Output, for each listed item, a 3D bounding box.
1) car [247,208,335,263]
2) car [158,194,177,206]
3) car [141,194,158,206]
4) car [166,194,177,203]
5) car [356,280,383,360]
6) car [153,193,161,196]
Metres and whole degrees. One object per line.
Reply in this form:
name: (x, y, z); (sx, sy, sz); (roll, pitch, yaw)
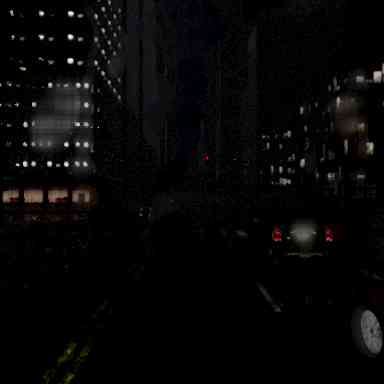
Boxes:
car: (3.349, 1.354, 12.098); (2.097, 1.767, 4.553); (0, 0, 0)
car: (-3.976, 1.461, 54.515); (1.882, 1.535, 5.008); (0, 0, -1)
car: (-7.227, 1.487, 54.546); (1.837, 1.490, 4.892); (0, 0, -1)
car: (-4.178, 1.326, 69.633); (2.097, 1.767, 4.553); (0, 0, -1)
car: (3.351, 1.478, 2.918); (1.882, 1.535, 5.008); (0, 0, 0)
car: (-7.436, 1.195, 70.047); (2.150, 2.045, 5.566); (0, 0, -1)
